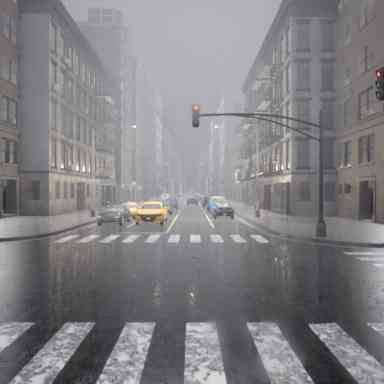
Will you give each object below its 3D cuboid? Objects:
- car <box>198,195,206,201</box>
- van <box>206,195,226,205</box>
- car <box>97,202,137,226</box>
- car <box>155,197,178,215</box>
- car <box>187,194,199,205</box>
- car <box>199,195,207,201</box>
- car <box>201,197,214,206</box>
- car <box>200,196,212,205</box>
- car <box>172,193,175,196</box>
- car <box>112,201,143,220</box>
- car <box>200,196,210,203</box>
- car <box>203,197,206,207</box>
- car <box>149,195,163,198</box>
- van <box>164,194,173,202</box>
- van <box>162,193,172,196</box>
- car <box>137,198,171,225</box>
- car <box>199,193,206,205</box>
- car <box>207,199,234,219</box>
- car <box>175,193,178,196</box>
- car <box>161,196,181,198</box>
[{"bbox_3d":[2.616,1.554,88.277,1.947,1.339,4.313,0,0,0],"label":"car"},{"bbox_3d":[2.625,1.335,34.215,1.690,1.788,3.998,0,0,0],"label":"van"},{"bbox_3d":[-5.401,1.547,23.398,2.008,1.369,4.403,0,0,0],"label":"car"},{"bbox_3d":[-2.859,1.542,34.191,2.033,1.411,5.357,0,0,0],"label":"car"},{"bbox_3d":[0.073,1.496,56.970,1.837,1.490,4.892,0,0,0],"label":"car"},{"bbox_3d":[2.617,1.533,82.871,1.887,1.381,4.507,0,0,0],"label":"car"},{"bbox_3d":[2.621,1.558,55.840,1.947,1.339,4.313,0,0,0],"label":"car"},{"bbox_3d":[2.621,1.542,61.246,2.008,1.369,4.403,0,0,0],"label":"car"},{"bbox_3d":[-5.467,1.305,72.053,2.192,1.841,5.009,0,0,0],"label":"car"},{"bbox_3d":[-5.408,1.520,28.634,1.752,1.417,4.829,0,0,0],"label":"car"},{"bbox_3d":[2.620,1.516,66.821,1.752,1.417,4.829,0,0,0],"label":"car"},{"bbox_3d":[2.624,1.576,39.621,1.802,1.307,4.206,0,0,0],"label":"car"},{"bbox_3d":[-5.430,1.433,45.023,1.967,1.590,4.097,0,0,0],"label":"car"},{"bbox_3d":[-5.474,1.331,77.460,1.690,1.788,3.998,0,0,0],"label":"van"},{"bbox_3d":[-5.459,1.332,66.647,1.690,1.788,3.998,0,0,0],"label":"van"},{"bbox_3d":[-2.864,1.474,24.312,1.882,1.535,5.008,0,0,0],"label":"car"},{"bbox_3d":[2.623,1.307,50.434,2.192,1.841,5.009,0,0,0],"label":"car"},{"bbox_3d":[2.626,1.546,28.809,2.008,1.369,4.403,0,0,0],"label":"car"},{"bbox_3d":[-5.489,1.539,88.273,2.008,1.369,4.403,0,0,0],"label":"car"},{"bbox_3d":[-2.856,1.557,44.202,1.994,1.385,4.181,0,0,0],"label":"car"}]
